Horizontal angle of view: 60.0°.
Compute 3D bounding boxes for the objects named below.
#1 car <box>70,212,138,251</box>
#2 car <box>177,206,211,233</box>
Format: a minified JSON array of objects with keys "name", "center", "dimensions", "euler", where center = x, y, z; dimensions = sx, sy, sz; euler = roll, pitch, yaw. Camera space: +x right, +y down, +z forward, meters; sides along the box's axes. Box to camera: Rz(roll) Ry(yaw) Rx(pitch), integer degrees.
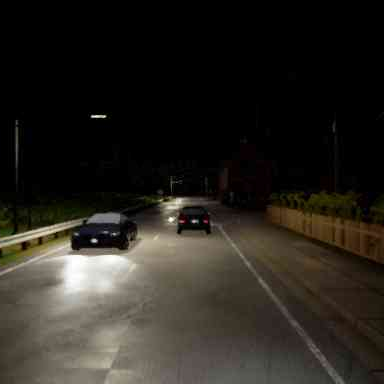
[{"name":"car","center":[-3.508,1.563,13.923],"dimensions":[1.994,1.385,4.181],"euler":[0,0,0]},{"name":"car","center":[0.097,1.545,19.458],"dimensions":[2.033,1.411,5.357],"euler":[0,0,0]}]
